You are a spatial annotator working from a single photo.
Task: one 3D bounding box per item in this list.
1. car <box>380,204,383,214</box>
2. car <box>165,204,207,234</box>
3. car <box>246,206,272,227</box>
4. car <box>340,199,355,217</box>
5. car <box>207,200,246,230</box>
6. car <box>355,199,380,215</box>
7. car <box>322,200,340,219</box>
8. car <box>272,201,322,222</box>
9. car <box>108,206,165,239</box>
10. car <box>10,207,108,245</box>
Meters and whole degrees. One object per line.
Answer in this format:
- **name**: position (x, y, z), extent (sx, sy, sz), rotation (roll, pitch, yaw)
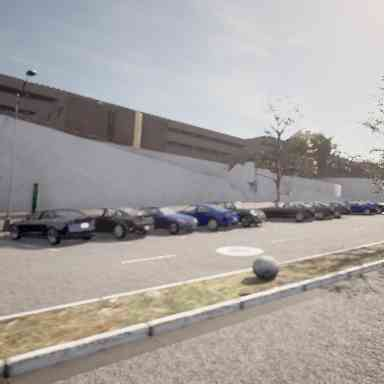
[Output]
- **car**: position (18.532, 1.558, 36.321), extent (5.008, 1.535, 2.097), rotation (0, -1, 29)
- **car**: position (-1.832, 1.537, 19.221), extent (4.674, 1.452, 2.002), rotation (-1, -1, 33)
- **car**: position (2.779, 1.375, 22.892), extent (4.553, 1.767, 2.185), rotation (-1, -1, 32)
- **car**: position (11.885, 1.523, 30.439), extent (4.892, 1.521, 2.231), rotation (-1, 0, 30)
- **car**: position (0.499, 1.497, 21.030), extent (5.008, 1.535, 2.097), rotation (-1, 0, 32)
- **car**: position (16.318, 1.543, 34.353), extent (5.008, 1.535, 2.097), rotation (0, -1, 29)
- **car**: position (9.639, 1.515, 28.513), extent (4.892, 1.521, 2.231), rotation (-1, 0, 30)
- **car**: position (7.378, 1.509, 26.608), extent (4.892, 1.521, 2.231), rotation (-1, 0, 31)
- **car**: position (-4.174, 1.498, 17.414), extent (4.892, 1.521, 2.231), rotation (-1, 0, 33)
- **car**: position (-6.568, 1.529, 15.662), extent (4.792, 1.488, 2.163), rotation (-1, -1, 34)
